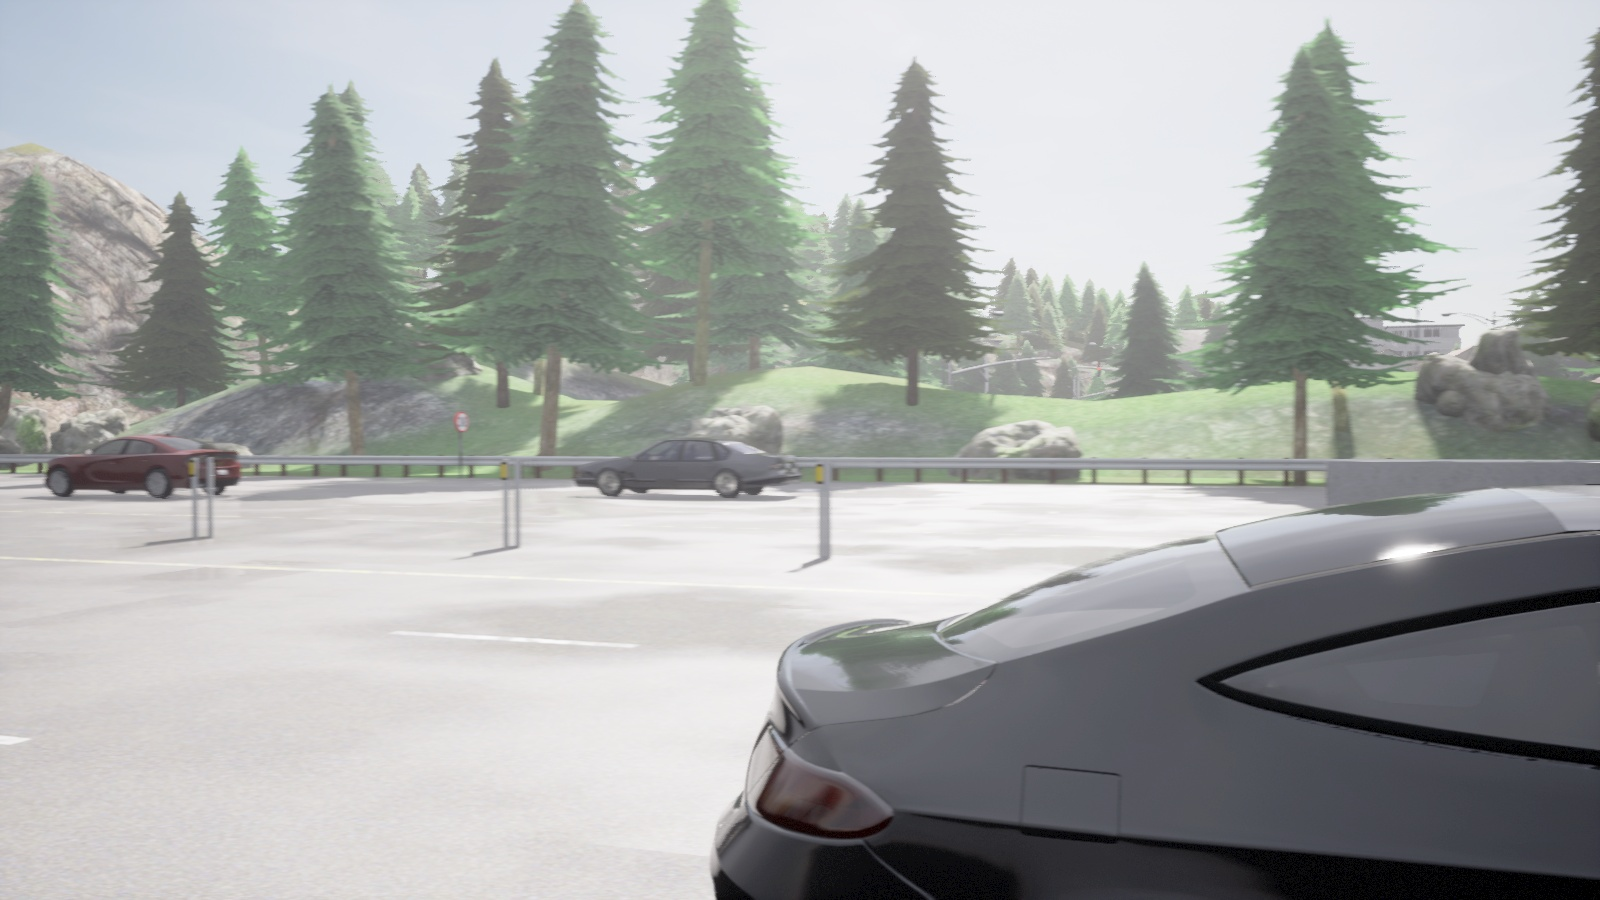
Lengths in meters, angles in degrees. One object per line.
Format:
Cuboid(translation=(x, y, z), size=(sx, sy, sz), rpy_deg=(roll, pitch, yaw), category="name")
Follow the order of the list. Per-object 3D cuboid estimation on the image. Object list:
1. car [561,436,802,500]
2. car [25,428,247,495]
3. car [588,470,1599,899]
Cuboid(translation=(-2.822, 0.382, 29.991), size=(5.357, 1.411, 2.033), rpy_deg=(1, 1, 19), category="car")
Cuboid(translation=(-16.300, 0.248, 30.833), size=(5.008, 1.535, 1.882), rpy_deg=(1, 1, 19), category="car")
Cuboid(translation=(2.103, 0.820, 2.486), size=(4.674, 1.442, 1.812), rpy_deg=(1, 1, 19), category="car")
